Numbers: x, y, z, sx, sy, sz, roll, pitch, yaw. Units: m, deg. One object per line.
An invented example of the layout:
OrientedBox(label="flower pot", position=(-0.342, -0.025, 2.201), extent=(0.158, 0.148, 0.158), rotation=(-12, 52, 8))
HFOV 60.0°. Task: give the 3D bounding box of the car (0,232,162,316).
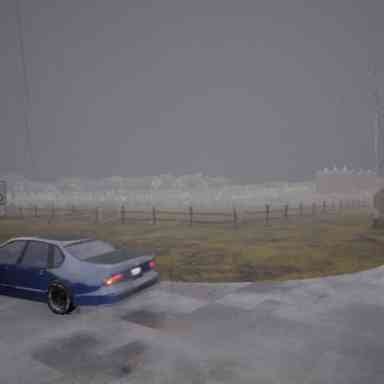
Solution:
OrientedBox(label="car", position=(-3.352, 1.673, 7.695), extent=(5.357, 1.411, 2.033), rotation=(-1, 1, 26))
